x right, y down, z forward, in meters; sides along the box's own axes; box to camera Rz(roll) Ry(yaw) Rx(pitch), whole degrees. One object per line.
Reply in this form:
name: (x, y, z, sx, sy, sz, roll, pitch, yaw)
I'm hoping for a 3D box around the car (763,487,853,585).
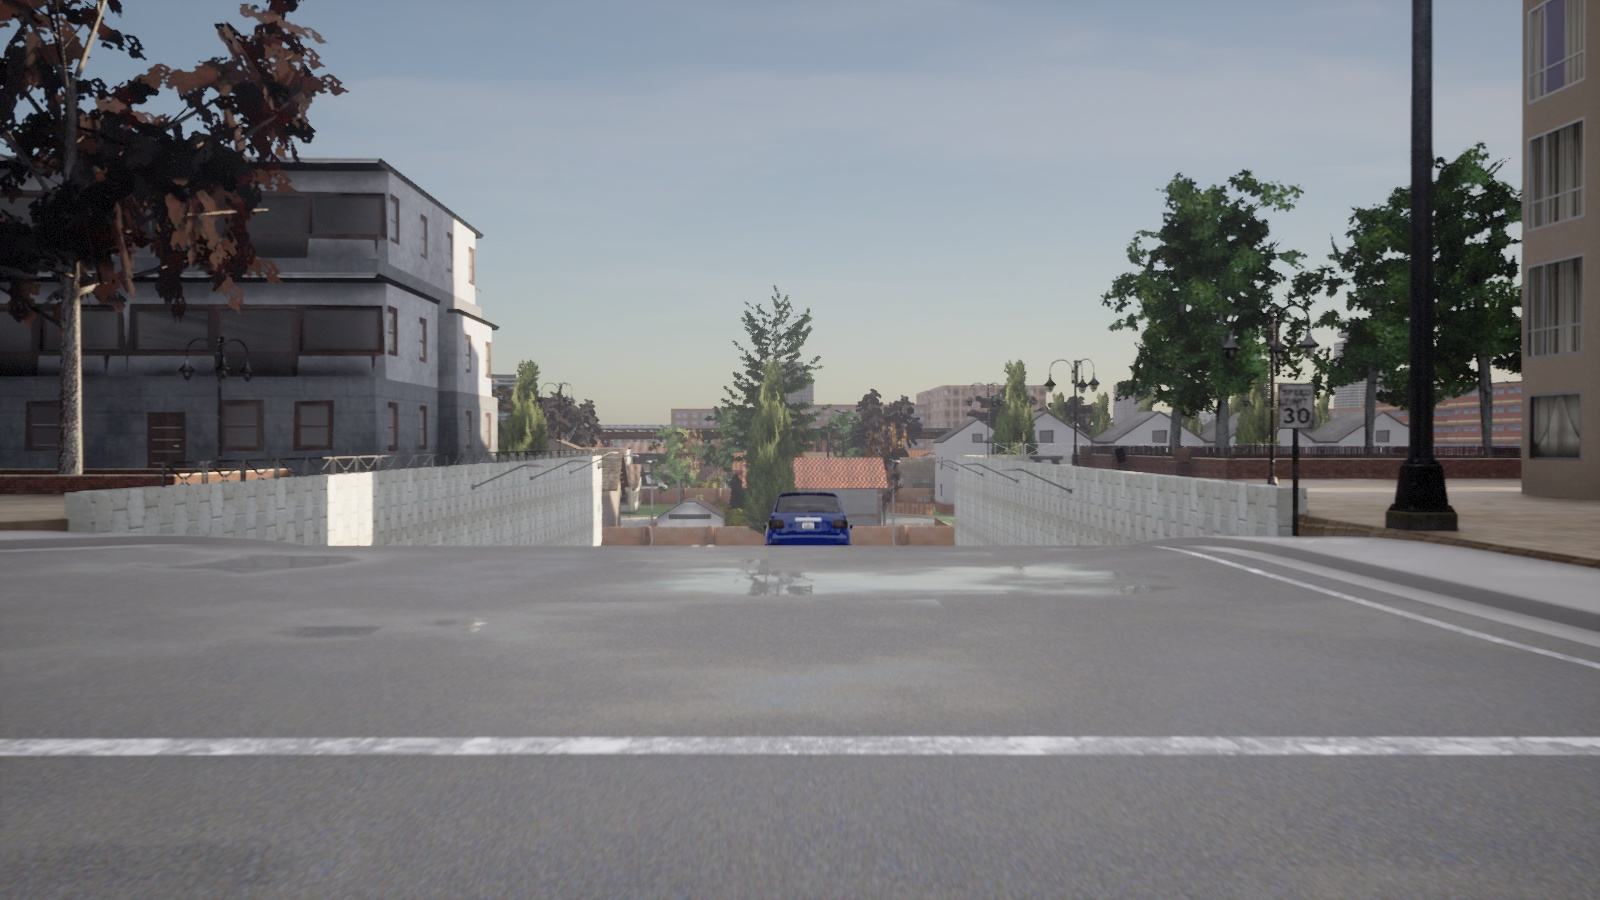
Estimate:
car: (0.208, 2.367, 33.034, 2.150, 2.045, 5.566, 0, -9, 0)
